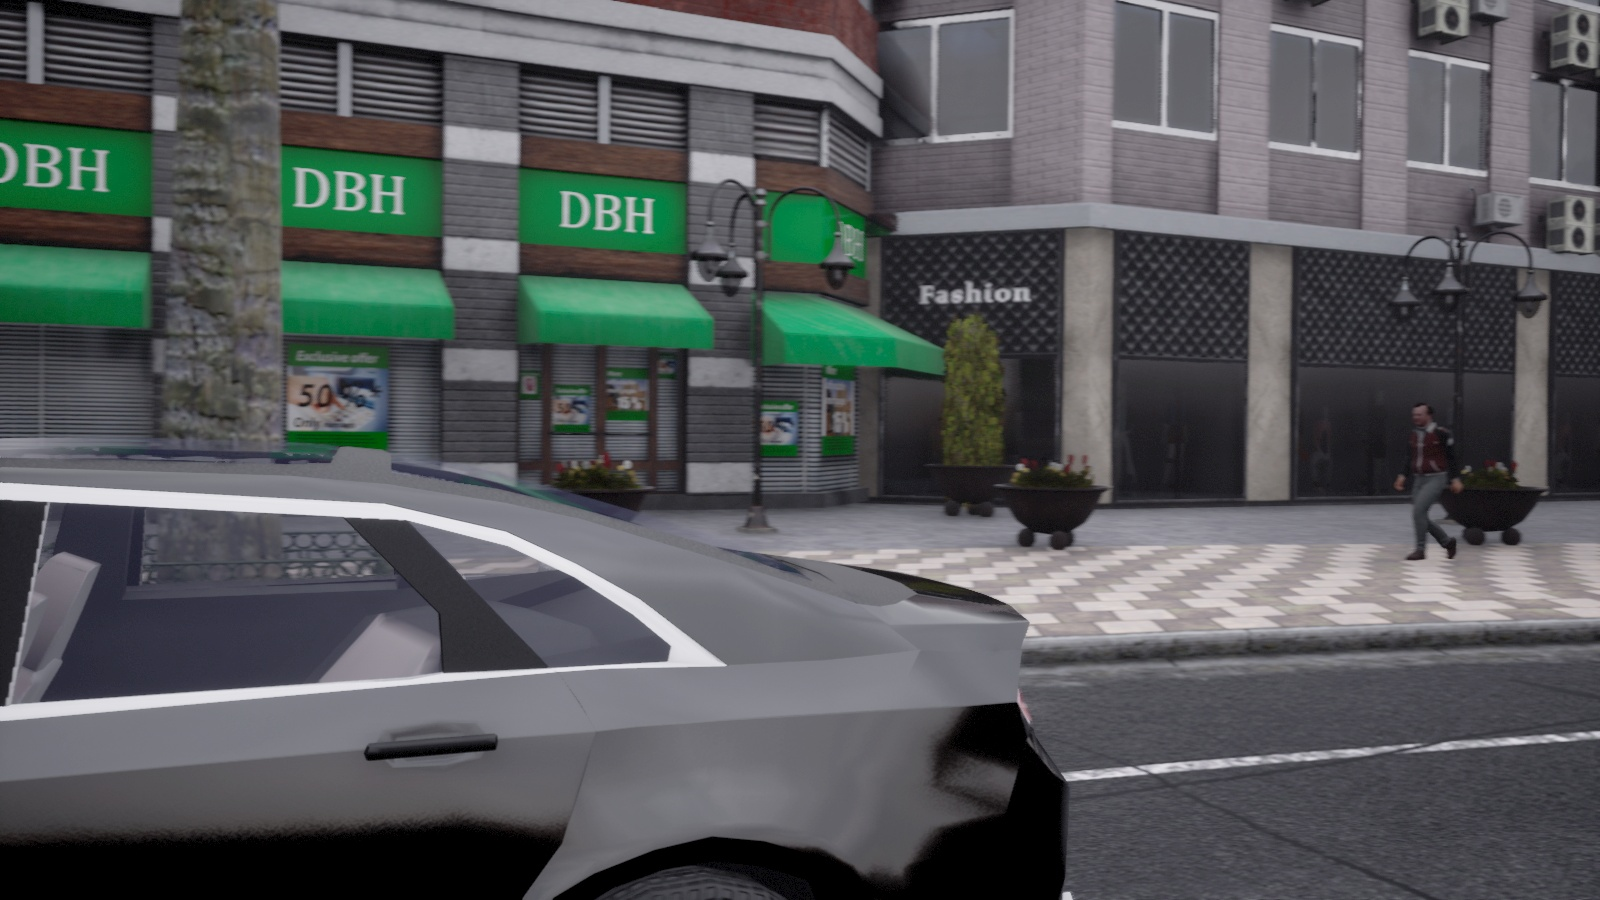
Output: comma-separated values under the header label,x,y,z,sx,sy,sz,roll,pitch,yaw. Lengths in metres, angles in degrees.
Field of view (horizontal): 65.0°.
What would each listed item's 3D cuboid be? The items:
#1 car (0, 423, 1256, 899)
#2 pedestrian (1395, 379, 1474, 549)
label,x,y,z,sx,sy,sz,roll,pitch,yaw
car,-1.782,0.730,2.561,4.902,1.511,2.128,-1,1,-21
pedestrian,7.065,0.144,13.982,0.720,1.854,0.376,-1,1,-17
